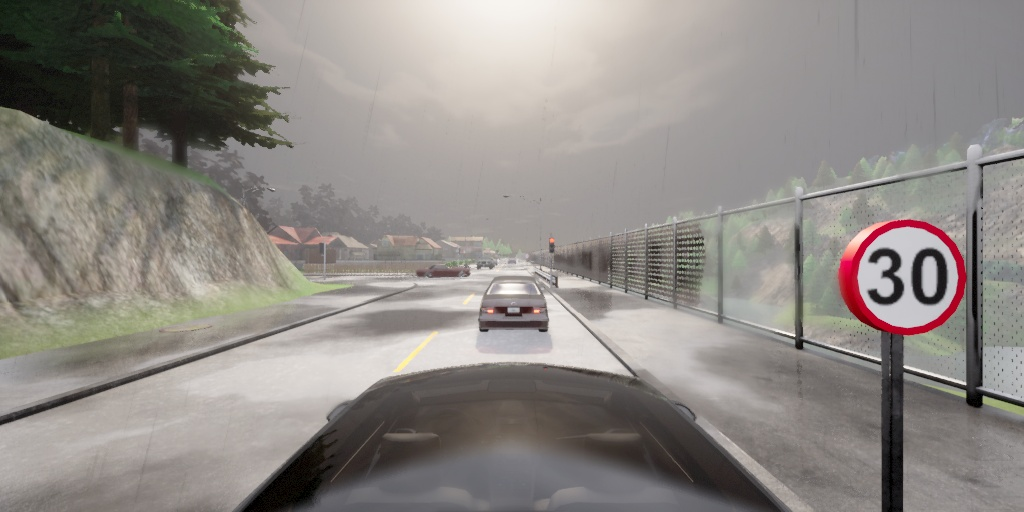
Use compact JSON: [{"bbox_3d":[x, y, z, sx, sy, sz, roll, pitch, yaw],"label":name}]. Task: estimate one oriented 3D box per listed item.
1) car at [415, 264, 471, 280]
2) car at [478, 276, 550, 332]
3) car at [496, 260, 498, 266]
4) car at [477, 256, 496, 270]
[{"bbox_3d":[-6.035,1.351,31.417,4.718,1.301,1.895,0,0,-17],"label":"car"},{"bbox_3d":[0.050,1.297,10.794,2.033,1.411,5.357,0,0,0],"label":"car"},{"bbox_3d":[-4.038,1.297,64.931,2.033,1.411,5.357,0,0,0],"label":"car"},{"bbox_3d":[-4.078,0.971,54.688,2.150,2.045,5.566,0,0,0],"label":"car"}]
